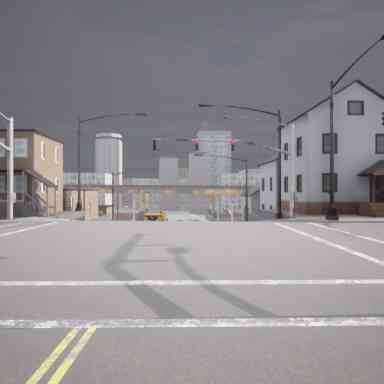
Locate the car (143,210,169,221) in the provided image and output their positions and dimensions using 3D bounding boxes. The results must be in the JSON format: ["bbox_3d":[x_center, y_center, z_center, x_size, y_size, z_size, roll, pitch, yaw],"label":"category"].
[{"bbox_3d":[-3.673,2.536,33.502,1.882,1.535,5.008,0,-9,1],"label":"car"}]

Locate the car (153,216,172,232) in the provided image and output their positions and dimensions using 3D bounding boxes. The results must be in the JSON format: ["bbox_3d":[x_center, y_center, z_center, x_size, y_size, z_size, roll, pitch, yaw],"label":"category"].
[{"bbox_3d":[-3.780,4.235,43.725,2.128,1.511,4.902,0,-13,-1],"label":"car"}]
